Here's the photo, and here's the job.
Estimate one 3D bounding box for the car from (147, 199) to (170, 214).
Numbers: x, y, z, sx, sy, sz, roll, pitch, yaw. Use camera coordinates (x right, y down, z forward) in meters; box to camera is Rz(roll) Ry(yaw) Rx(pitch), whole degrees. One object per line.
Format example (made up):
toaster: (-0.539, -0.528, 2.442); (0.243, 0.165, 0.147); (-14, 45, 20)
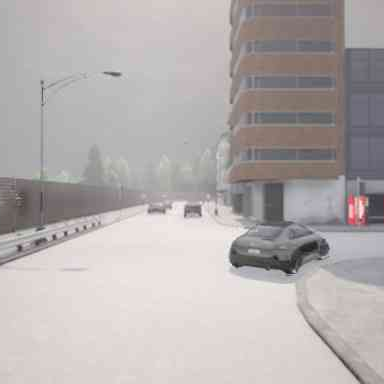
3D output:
car: (-4.104, 1.875, 39.640); (1.994, 1.385, 4.181); (0, 0, 0)

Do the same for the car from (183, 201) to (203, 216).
car: (0.079, 1.788, 36.142); (1.837, 1.490, 4.892); (0, 0, 0)

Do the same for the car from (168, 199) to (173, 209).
car: (-4.085, 1.897, 51.995); (2.128, 1.511, 4.902); (0, 0, 0)

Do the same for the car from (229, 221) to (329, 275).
car: (2.957, 1.651, 10.952); (1.994, 1.385, 4.181); (-1, -1, 37)
